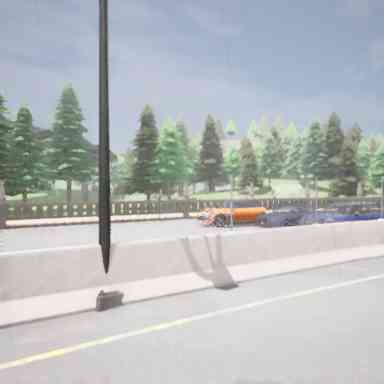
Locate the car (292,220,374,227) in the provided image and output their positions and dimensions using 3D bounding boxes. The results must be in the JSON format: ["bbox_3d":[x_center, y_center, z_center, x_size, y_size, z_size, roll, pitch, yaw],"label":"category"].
[{"bbox_3d":[7.174,1.259,15.584,4.553,1.767,2.097,0,0,-25],"label":"car"}]

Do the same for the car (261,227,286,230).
[{"bbox_3d":[5.571,1.467,18.682,4.181,1.385,1.994,0,0,-25],"label":"car"}]
